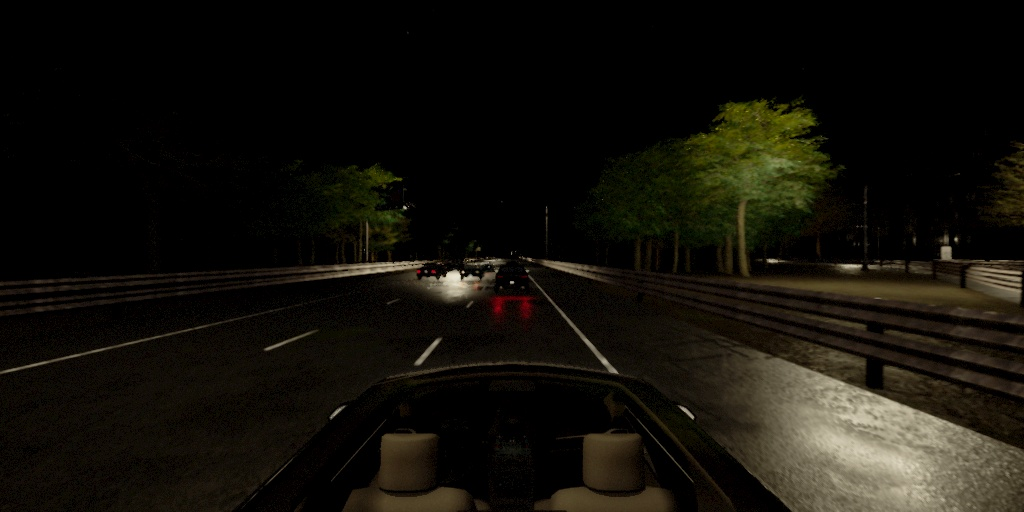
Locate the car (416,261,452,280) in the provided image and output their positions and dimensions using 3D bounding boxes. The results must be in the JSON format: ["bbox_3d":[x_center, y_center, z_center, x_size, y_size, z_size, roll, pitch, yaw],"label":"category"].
[{"bbox_3d":[-6.991,1.331,31.670,2.033,1.411,5.357,0,0,0],"label":"car"}]

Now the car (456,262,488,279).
[{"bbox_3d":[-3.487,1.386,32.370,1.895,1.301,4.718,0,0,0],"label":"car"}]

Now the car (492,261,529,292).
[{"bbox_3d":[-0.001,1.246,21.340,1.882,1.535,5.008,0,0,0],"label":"car"}]

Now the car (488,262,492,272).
[{"bbox_3d":[-3.450,1.399,46.733,1.895,1.301,4.718,0,0,1],"label":"car"}]

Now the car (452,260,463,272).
[{"bbox_3d":[-6.956,1.303,45.584,1.837,1.490,4.892,0,0,1],"label":"car"}]
